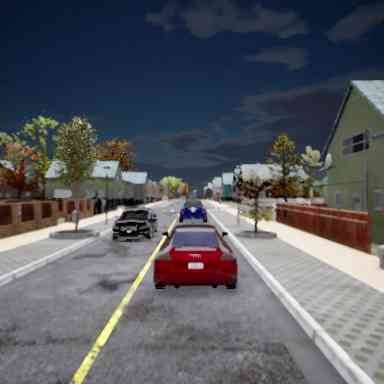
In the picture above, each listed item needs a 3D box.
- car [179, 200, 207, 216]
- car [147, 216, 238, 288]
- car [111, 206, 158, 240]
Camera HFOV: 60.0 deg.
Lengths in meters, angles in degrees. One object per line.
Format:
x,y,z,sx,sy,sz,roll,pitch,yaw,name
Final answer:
0.098,1.421,26.848,2.097,1.767,4.553,0,0,0,car
0.089,1.582,9.263,1.994,1.385,4.181,0,0,0,car
-2.842,1.543,17.369,1.837,1.490,4.892,0,0,0,car
